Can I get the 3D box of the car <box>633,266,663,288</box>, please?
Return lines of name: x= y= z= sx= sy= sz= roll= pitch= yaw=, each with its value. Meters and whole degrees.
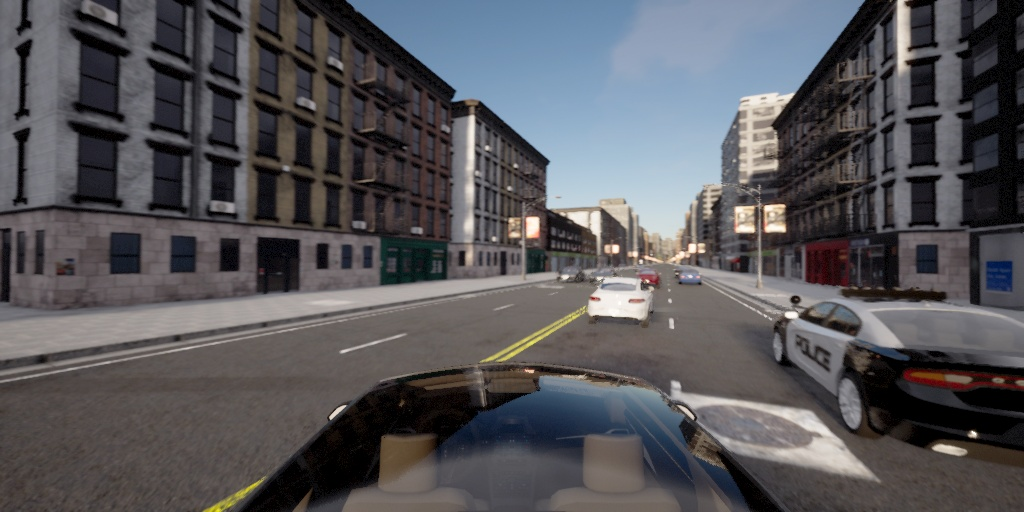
car: x=10.950 y=1.744 z=28.873 sx=1.812 sy=1.442 sz=4.674 roll=0 pitch=-1 yaw=23

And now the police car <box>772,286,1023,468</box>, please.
police car: x=5.409 y=1.272 z=5.240 sx=1.930 sy=1.638 sz=5.238 roll=0 pitch=-1 yaw=23

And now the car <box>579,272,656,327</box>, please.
car: x=3.834 y=1.457 z=12.403 sx=1.812 sy=1.442 sz=4.674 roll=0 pitch=-1 yaw=23

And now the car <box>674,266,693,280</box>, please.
car: x=20.354 y=1.969 z=42.693 sx=1.882 sy=1.535 sz=5.008 roll=0 pitch=-1 yaw=24

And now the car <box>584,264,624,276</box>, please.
car: x=7.866 y=1.704 z=30.442 sx=2.128 sy=1.511 sz=4.902 roll=0 pitch=-1 yaw=23

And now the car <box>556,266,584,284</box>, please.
car: x=5.524 y=1.721 z=33.212 sx=2.128 sy=1.511 sz=4.902 roll=0 pitch=-1 yaw=23

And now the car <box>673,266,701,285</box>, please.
car: x=16.148 y=1.865 z=32.763 sx=2.033 sy=1.411 sz=5.357 roll=0 pitch=-1 yaw=23
